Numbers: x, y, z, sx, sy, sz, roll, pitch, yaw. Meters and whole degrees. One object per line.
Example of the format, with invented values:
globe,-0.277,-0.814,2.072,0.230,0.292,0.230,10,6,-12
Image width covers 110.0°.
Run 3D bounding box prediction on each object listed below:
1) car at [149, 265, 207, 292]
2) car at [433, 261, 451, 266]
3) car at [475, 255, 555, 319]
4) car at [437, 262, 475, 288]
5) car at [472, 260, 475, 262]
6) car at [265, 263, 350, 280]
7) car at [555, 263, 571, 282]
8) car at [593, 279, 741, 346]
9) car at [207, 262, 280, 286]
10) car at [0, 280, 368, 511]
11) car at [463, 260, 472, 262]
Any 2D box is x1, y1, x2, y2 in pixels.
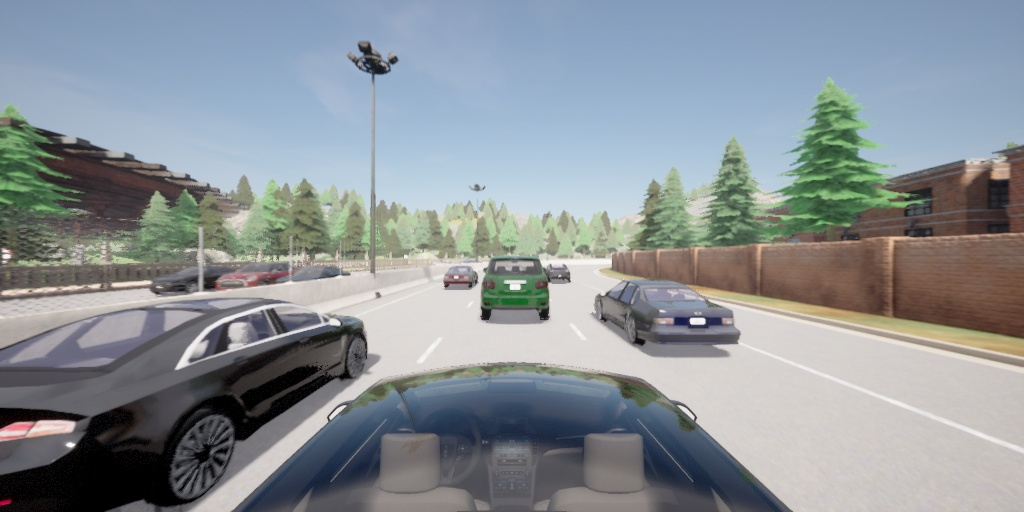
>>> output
car,-17.583,1.275,20.410,1.882,1.535,5.008,0,0,0
car,-12.041,1.508,63.251,1.895,1.301,4.718,0,0,18
car,0.097,1.000,13.023,2.150,2.045,5.566,0,0,0
car,-3.403,1.356,24.482,2.033,1.411,5.357,0,0,0
car,-4.795,1.470,62.872,1.994,1.385,4.181,0,0,19
car,-10.589,1.273,19.424,1.882,1.535,5.008,0,0,0
car,3.654,1.313,29.421,2.128,1.511,4.902,0,0,1
car,3.594,1.317,9.452,2.033,1.411,5.357,0,0,0
car,-14.078,1.150,20.227,2.097,1.767,4.553,0,0,0
car,-3.426,1.249,4.359,2.128,1.511,4.902,0,0,0
car,-8.043,1.388,64.279,1.882,1.535,5.008,0,0,19
